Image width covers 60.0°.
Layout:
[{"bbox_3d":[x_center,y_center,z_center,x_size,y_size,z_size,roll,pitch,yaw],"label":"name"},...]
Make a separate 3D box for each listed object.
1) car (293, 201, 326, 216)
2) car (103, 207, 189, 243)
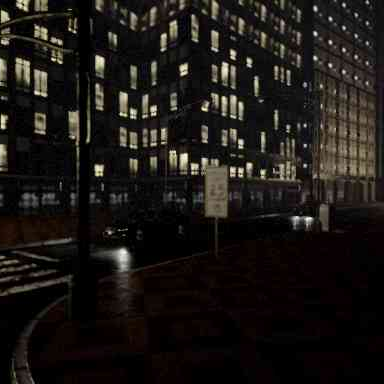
[{"bbox_3d":[11.986,1.553,32.938,2.033,1.411,5.357,0,0,44],"label":"car"},{"bbox_3d":[-2.159,1.565,16.755,1.837,1.490,4.892,0,1,39],"label":"car"}]
